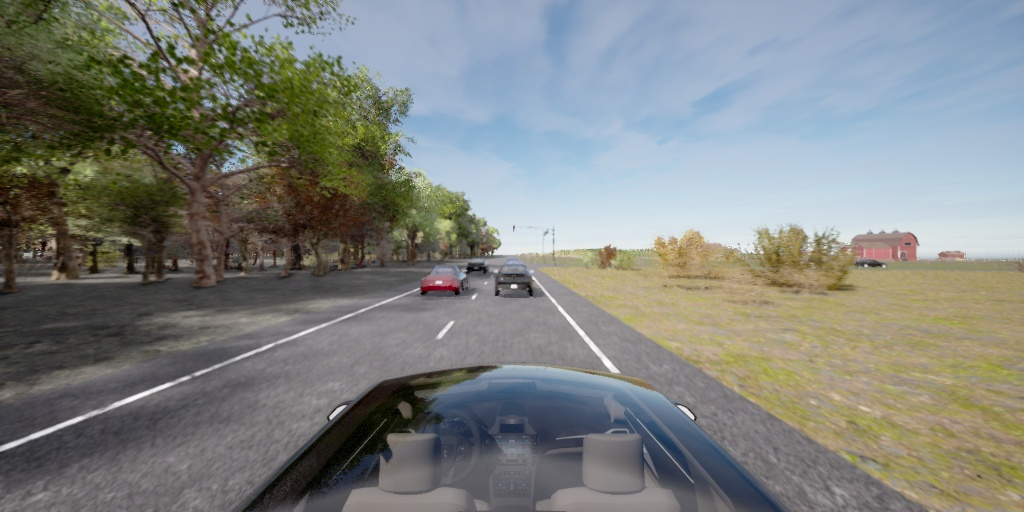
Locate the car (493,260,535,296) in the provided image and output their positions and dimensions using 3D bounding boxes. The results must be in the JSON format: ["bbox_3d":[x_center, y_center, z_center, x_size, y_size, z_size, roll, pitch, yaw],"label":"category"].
[{"bbox_3d":[0.094,1.123,18.465,1.837,1.490,4.892,0,0,0],"label":"car"}]

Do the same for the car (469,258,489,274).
[{"bbox_3d":[-3.394,0.952,36.536,1.882,1.535,5.008,0,0,0],"label":"car"}]

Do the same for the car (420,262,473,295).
[{"bbox_3d":[-3.406,1.181,18.760,1.994,1.385,4.181,0,0,0],"label":"car"}]
